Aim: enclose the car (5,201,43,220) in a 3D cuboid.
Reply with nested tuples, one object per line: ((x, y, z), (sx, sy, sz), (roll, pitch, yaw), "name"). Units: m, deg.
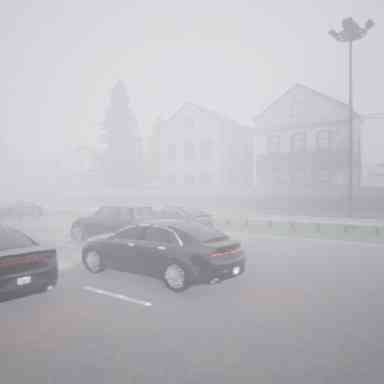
((-13.961, 1.471, 26.843), (4.902, 1.511, 2.128), (0, 0, 36), "car")

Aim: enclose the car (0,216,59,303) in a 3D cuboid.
((-5.103, 1.471, 7.601), (5.008, 1.535, 1.882), (0, 0, 36), "car")

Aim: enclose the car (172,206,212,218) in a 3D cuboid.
((-1.166, 1.483, 17.705), (4.902, 1.511, 2.128), (0, 0, 36), "car")

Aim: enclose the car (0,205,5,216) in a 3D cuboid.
((-15.773, 1.332, 23.833), (4.553, 1.767, 2.097), (0, 0, 36), "car")

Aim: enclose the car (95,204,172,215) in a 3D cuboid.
((-3.425, 1.343, 15.018), (4.553, 1.767, 2.097), (0, 0, 36), "car")

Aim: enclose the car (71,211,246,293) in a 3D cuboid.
((-0.967, 1.502, 8.928), (4.892, 1.490, 1.837), (1, 0, 36), "car")
